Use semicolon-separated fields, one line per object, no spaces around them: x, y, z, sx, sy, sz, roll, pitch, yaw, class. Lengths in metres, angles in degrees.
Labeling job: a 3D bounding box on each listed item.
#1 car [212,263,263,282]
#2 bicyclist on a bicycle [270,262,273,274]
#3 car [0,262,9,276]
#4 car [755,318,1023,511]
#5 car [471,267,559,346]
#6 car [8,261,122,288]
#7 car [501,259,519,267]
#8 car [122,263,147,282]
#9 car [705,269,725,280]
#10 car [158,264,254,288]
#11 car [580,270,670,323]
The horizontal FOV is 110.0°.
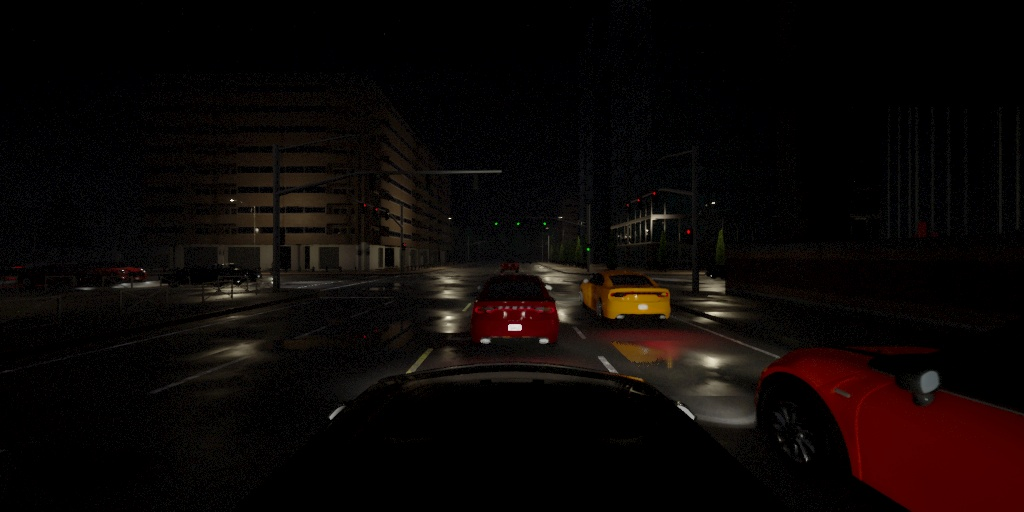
-21.962;1.297;27.625;4.902;1.511;2.128;0;0;0;car
-25.535;1.106;38.622;0.582;1.620;1.656;0;0;0;bicyclist on a bicycle
-50.346;1.297;34.885;4.902;1.511;2.128;0;0;1;car
3.600;1.101;1.889;2.097;1.767;4.553;0;0;0;car
0.068;1.228;9.456;1.882;1.535;5.008;0;0;0;car
-29.972;1.283;24.157;5.008;1.535;1.882;0;0;0;car
-0.242;1.101;45.073;2.097;1.767;4.553;0;0;1;car
-31.142;1.157;27.663;4.553;1.767;2.097;0;0;0;car
19.523;1.406;31.167;4.718;1.301;1.895;0;0;0;car
-20.604;1.406;24.119;4.718;1.301;1.895;0;0;0;car
3.599;1.228;12.238;1.882;1.535;5.008;0;0;1;car
